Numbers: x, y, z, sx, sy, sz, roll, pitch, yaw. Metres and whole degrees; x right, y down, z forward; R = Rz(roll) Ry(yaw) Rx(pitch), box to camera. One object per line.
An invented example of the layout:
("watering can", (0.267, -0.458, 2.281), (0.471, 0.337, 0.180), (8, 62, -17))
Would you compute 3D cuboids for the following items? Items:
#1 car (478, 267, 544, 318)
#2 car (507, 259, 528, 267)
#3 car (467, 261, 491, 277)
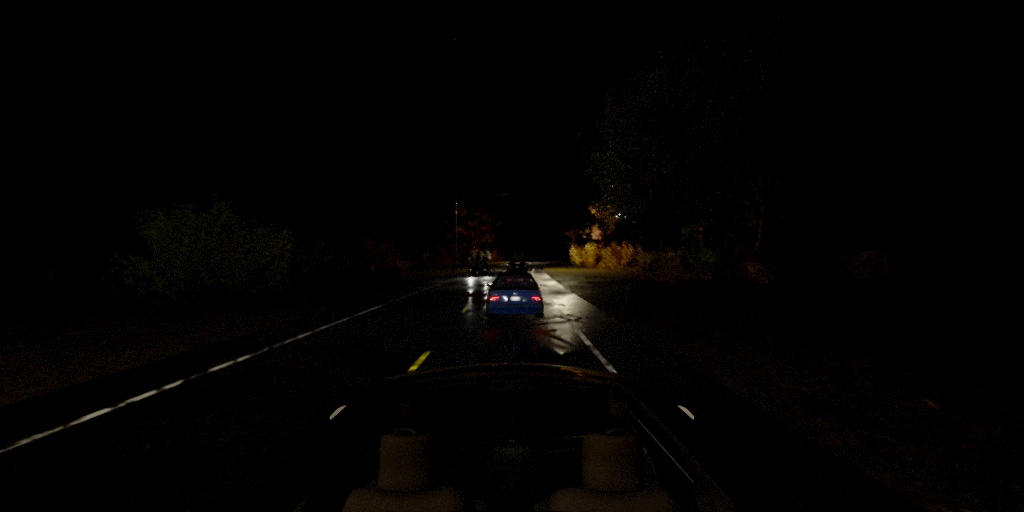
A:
("car", (0.100, 1.298, 13.018), (2.033, 1.411, 5.357), (0, 0, 0))
("car", (0.628, 1.102, 37.638), (2.097, 1.767, 4.553), (0, 0, 2))
("car", (-3.149, 1.276, 35.861), (1.812, 1.442, 4.674), (0, 0, 2))
